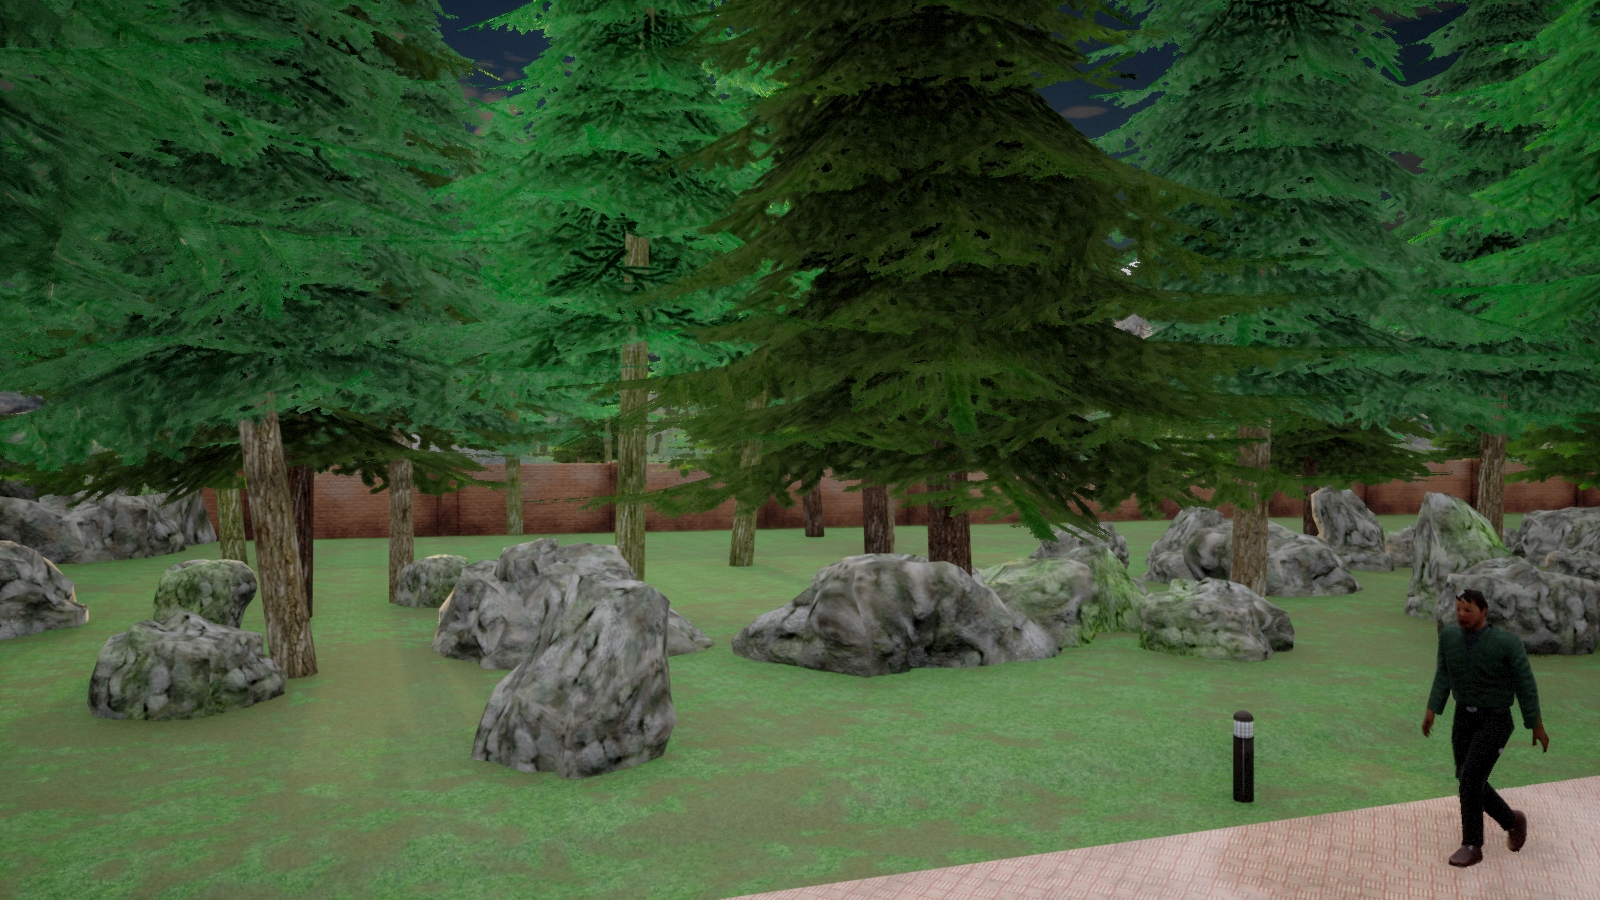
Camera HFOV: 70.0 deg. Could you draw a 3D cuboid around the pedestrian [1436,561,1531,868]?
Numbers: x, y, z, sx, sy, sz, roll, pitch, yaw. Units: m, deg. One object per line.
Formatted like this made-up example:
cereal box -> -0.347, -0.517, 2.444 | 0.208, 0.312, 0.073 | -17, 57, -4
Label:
pedestrian -> 4.395, 1.667, 7.349 | 0.375, 1.860, 0.375 | 0, 0, -24
